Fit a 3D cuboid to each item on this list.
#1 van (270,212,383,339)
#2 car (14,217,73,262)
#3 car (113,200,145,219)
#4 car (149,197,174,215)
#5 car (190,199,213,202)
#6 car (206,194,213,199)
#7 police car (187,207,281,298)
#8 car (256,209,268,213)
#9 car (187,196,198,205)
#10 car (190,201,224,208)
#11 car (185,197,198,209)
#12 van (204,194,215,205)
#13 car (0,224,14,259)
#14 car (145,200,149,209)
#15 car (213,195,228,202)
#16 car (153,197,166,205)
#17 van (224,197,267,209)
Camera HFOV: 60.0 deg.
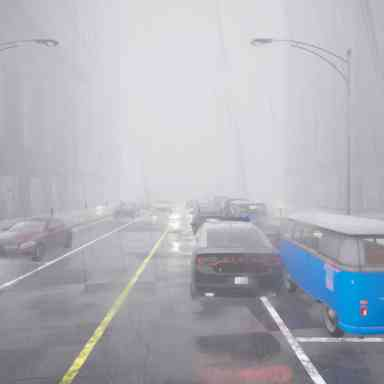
[{"bbox_3d":[2.862,1.340,6.359,1.690,1.788,3.998,0,0,0],"label":"van"},{"bbox_3d":[-5.650,1.580,12.022,1.802,1.307,4.206,0,0,0],"label":"car"},{"bbox_3d":[-5.614,1.539,28.969,1.887,1.381,4.507,0,0,0],"label":"car"},{"bbox_3d":[-2.930,1.468,34.229,1.882,1.535,5.008,0,0,0],"label":"car"},{"bbox_3d":[0.950,1.501,24.588,1.837,1.490,4.892,0,0,0],"label":"car"},{"bbox_3d":[2.922,1.305,34.602,2.192,1.841,5.009,0,0,0],"label":"car"},{"bbox_3d":[0.916,1.424,8.699,1.930,1.638,5.238,0,0,0],"label":"police car"},{"bbox_3d":[2.875,1.543,12.007,1.887,1.381,4.507,0,0,0],"label":"car"},{"bbox_3d":[0.124,1.522,60.005,1.994,1.385,4.181,0,0,0],"label":"car"},{"bbox_3d":[0.937,1.503,18.589,1.837,1.490,4.892,0,0,0],"label":"car"},{"bbox_3d":[0.106,1.472,44.993,2.128,1.511,4.902,0,0,0],"label":"car"},{"bbox_3d":[2.971,1.304,57.197,1.690,1.788,3.998,0,0,0],"label":"van"},{"bbox_3d":[-5.662,1.550,6.373,2.008,1.369,4.403,0,0,0],"label":"car"},{"bbox_3d":[-5.589,1.567,40.267,1.802,1.307,4.206,0,0,0],"label":"car"},{"bbox_3d":[2.898,1.311,23.304,2.192,1.841,5.009,0,0,0],"label":"car"},{"bbox_3d":[-5.554,1.528,57.215,1.947,1.339,4.313,0,0,0],"label":"car"},{"bbox_3d":[2.886,1.338,17.655,1.690,1.788,3.998,0,0,0],"label":"van"}]
